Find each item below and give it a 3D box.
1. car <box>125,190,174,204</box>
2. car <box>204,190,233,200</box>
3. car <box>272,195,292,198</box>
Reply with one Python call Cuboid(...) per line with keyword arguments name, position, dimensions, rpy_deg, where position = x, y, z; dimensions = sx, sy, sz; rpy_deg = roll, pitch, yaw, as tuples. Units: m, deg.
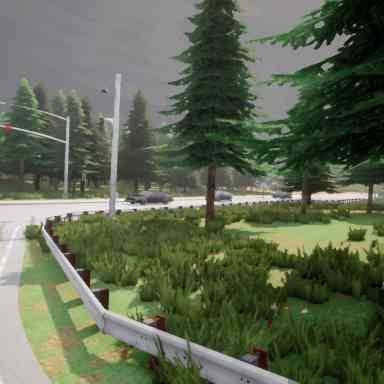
Cuboid(name="car", position=(-4.106, 0.539, 33.143), dimensions=(2.033, 1.411, 5.357), rpy_deg=(5, 3, 39))
Cuboid(name="car", position=(3.497, 0.515, 42.561), dimensions=(1.812, 1.442, 4.674), rpy_deg=(5, 3, 38))
Cuboid(name="car", position=(15.932, 0.506, 58.600), dimensions=(2.033, 1.411, 5.357), rpy_deg=(5, 3, 37))
